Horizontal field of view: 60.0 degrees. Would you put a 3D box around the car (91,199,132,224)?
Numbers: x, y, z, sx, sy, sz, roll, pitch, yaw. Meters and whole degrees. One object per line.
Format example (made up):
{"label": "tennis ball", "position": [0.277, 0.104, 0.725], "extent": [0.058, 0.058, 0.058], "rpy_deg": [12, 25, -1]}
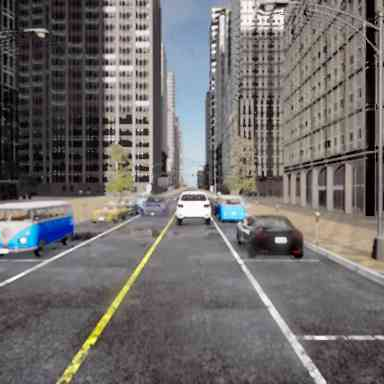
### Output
{"label": "car", "position": [-5.685, 1.344, 23.308], "extent": [1.752, 1.417, 4.829], "rpy_deg": [0, 0, 0]}

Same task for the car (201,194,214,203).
{"label": "car", "position": [2.703, 1.074, 57.487], "extent": [2.008, 1.369, 4.403], "rpy_deg": [0, 1, 0]}

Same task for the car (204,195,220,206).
{"label": "car", "position": [2.701, 1.176, 46.149], "extent": [2.008, 1.369, 4.403], "rpy_deg": [0, 1, 0]}

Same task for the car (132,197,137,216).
{"label": "car", "position": [-5.684, 1.321, 29.145], "extent": [2.008, 1.369, 4.403], "rpy_deg": [0, 0, 0]}

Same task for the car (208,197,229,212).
{"label": "car", "position": [2.698, 1.289, 34.813], "extent": [1.947, 1.339, 4.313], "rpy_deg": [0, 0, 0]}

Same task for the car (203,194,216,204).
{"label": "car", "position": [2.702, 1.099, 51.990], "extent": [1.752, 1.417, 4.829], "rpy_deg": [0, 1, 0]}

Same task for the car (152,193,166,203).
{"label": "car", "position": [-5.677, 0.963, 57.487], "extent": [1.967, 1.590, 4.097], "rpy_deg": [0, 1, 0]}

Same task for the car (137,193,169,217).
{"label": "car", "position": [-3.093, 1.128, 28.417], "extent": [2.097, 1.767, 4.553], "rpy_deg": [0, 0, 0]}

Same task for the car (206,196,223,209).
{"label": "car", "position": [2.699, 1.199, 40.652], "extent": [1.752, 1.417, 4.829], "rpy_deg": [0, 1, 0]}

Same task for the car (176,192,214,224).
{"label": "car", "position": [0.108, 1.037, 22.902], "extent": [2.150, 2.045, 5.566], "rpy_deg": [0, 0, 0]}

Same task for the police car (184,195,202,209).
{"label": "police car", "position": [0.108, 1.172, 41.286], "extent": [2.038, 1.542, 4.974], "rpy_deg": [0, 0, 0]}

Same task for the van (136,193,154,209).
{"label": "van", "position": [-5.681, 1.016, 40.481], "extent": [1.690, 1.788, 3.998], "rpy_deg": [0, 0, 0]}

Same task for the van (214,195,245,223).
{"label": "van", "position": [2.696, 1.158, 23.475], "extent": [1.690, 1.788, 3.998], "rpy_deg": [0, 0, 0]}

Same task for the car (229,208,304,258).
{"label": "car", "position": [2.694, 1.474, 12.140], "extent": [1.947, 1.339, 4.313], "rpy_deg": [0, 0, 0]}

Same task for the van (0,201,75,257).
{"label": "van", "position": [-5.687, 1.249, 12.139], "extent": [1.690, 1.788, 3.998], "rpy_deg": [0, 0, 0]}

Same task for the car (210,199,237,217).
{"label": "car", "position": [2.697, 1.336, 29.145], "extent": [1.947, 1.339, 4.313], "rpy_deg": [0, 0, 0]}
